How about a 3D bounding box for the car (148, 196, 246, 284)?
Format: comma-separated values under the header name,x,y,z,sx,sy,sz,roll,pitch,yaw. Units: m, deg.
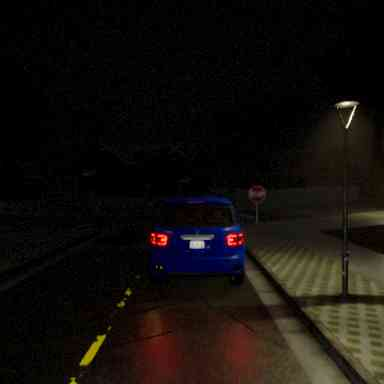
name,x,y,z,sx,sy,sz,roll,pitch,yaw
car,0.111,1.106,9.326,2.150,2.045,5.566,0,1,0
